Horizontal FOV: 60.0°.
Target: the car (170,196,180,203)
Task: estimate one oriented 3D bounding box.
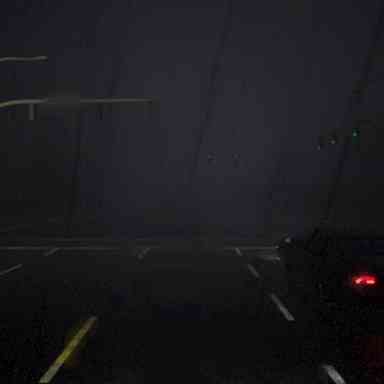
[{"bbox_3d":[-3.529,1.540,69.886,1.994,1.385,4.181,0,0,0],"label":"car"}]

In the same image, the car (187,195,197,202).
[{"bbox_3d":[-0.031,1.482,74.325,1.837,1.490,4.892,0,0,0],"label":"car"}]

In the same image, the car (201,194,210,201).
[{"bbox_3d":[3.465,1.372,84.436,2.128,1.511,4.902,0,0,0],"label":"car"}]

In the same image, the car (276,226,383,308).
[{"bbox_3d":[3.573,1.546,8.136,2.033,1.411,5.357,0,0,0],"label":"car"}]

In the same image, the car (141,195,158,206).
[{"bbox_3d":[-7.080,1.517,54.406,1.812,1.442,4.674,0,0,0],"label":"car"}]

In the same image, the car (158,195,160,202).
[{"bbox_3d":[-7.029,1.466,69.912,1.882,1.535,5.008,0,0,0],"label":"car"}]

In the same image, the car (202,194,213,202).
[{"bbox_3d":[3.469,1.338,74.296,2.097,1.767,4.553,0,0,0],"label":"car"}]

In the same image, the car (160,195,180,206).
[{"bbox_3d":[-3.582,1.343,54.415,2.097,1.767,4.553,0,0,0],"label":"car"}]

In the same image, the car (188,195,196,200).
[{"bbox_3d":[-0.035,1.399,84.435,1.994,1.385,4.181,0,0,0],"label":"car"}]
